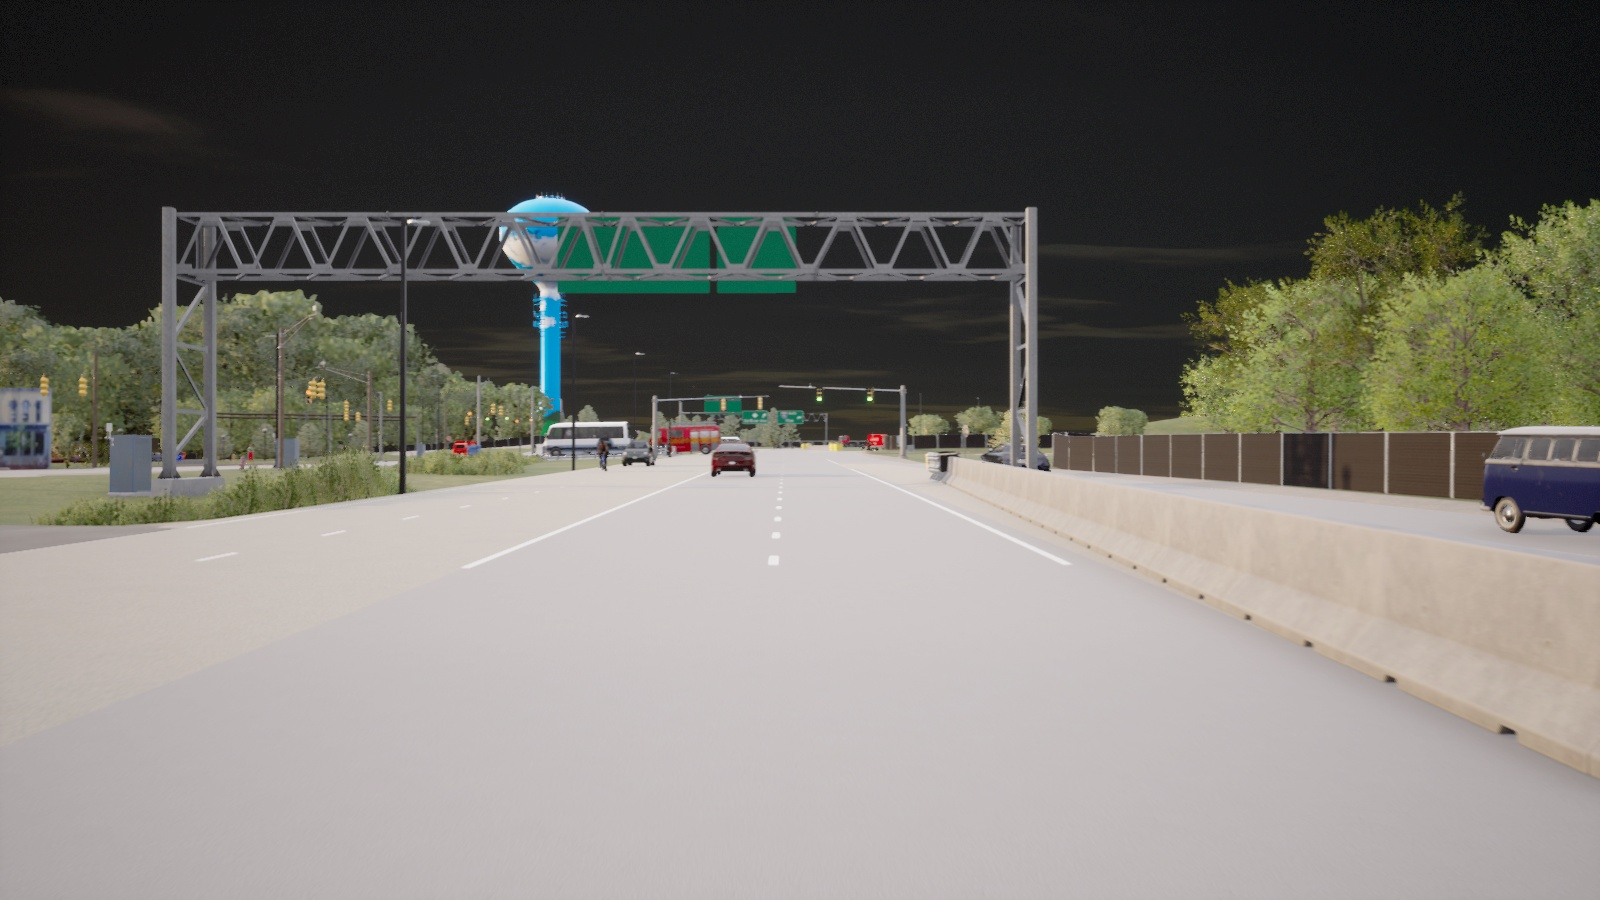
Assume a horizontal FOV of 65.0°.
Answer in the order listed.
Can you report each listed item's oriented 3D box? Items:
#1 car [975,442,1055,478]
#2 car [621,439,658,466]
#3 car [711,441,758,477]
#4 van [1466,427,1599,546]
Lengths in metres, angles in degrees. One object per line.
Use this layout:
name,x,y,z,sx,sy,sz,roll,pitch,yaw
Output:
car,8.932,0.394,52.525,1.994,1.385,4.181,0,1,-10
car,-10.108,0.150,79.132,1.851,1.617,3.988,0,0,-1
car,-2.879,0.381,56.126,1.882,1.535,5.008,0,0,-1
van,14.055,0.588,22.114,1.775,1.987,4.442,0,1,-9
